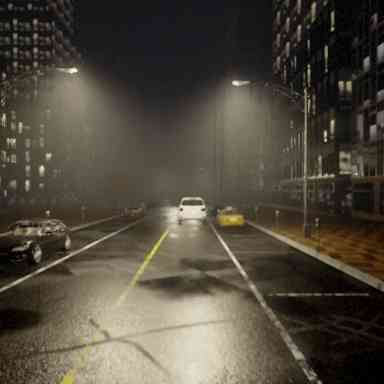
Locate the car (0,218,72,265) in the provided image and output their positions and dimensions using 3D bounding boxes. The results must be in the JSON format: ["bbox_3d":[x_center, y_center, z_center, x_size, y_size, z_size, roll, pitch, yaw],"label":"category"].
[{"bbox_3d":[-5.731,1.662,11.921,2.008,1.369,4.403,-1,-1,0],"label":"car"}]

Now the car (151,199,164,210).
[{"bbox_3d":[-5.835,2.025,51.295,1.887,1.381,4.507,-1,-1,0],"label":"car"}]

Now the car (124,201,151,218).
[{"bbox_3d":[-5.793,1.759,34.421,1.967,1.590,4.097,-1,-1,0],"label":"car"}]

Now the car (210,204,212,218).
[{"bbox_3d":[2.590,1.881,34.442,1.947,1.339,4.313,-1,-1,0],"label":"car"}]

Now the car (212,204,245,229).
[{"bbox_3d":[2.618,1.737,23.364,1.752,1.417,4.829,-1,-1,0],"label":"car"}]

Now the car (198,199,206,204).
[{"bbox_3d":[2.459,2.392,85.064,1.802,1.307,4.206,-1,-1,0],"label":"car"}]

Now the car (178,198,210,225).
[{"bbox_3d":[0.032,1.467,26.708,2.150,2.045,5.566,0,0,0],"label":"car"}]

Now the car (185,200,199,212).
[{"bbox_3d":[-0.018,1.901,45.740,1.882,1.535,5.008,0,-1,0],"label":"car"}]

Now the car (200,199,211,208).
[{"bbox_3d":[2.515,2.113,62.735,1.752,1.417,4.829,-1,-1,0],"label":"car"}]

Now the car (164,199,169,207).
[{"bbox_3d":[-5.863,2.172,62.543,1.802,1.307,4.206,-1,-1,0],"label":"car"}]
